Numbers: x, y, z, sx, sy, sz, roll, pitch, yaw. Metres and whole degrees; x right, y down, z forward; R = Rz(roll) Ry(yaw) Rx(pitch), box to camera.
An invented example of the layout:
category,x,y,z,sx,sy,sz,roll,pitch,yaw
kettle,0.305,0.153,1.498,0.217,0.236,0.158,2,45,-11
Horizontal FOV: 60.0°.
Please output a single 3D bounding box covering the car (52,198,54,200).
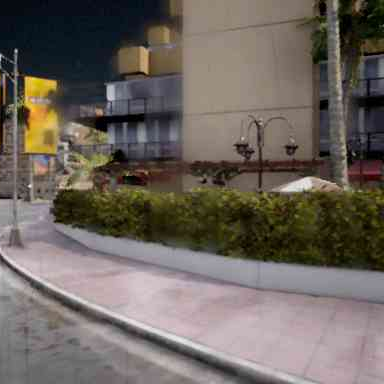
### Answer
category,x,y,z,sx,sy,sz,roll,pitch,yaw
car,-24.597,1.398,63.356,2.128,1.511,4.902,0,0,17
